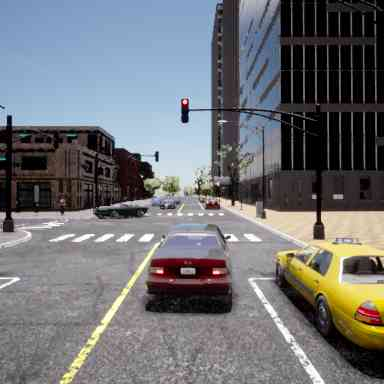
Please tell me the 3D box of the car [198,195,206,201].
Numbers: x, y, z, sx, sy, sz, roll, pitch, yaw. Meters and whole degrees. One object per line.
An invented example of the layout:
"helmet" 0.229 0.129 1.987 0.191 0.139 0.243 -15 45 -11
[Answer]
"car" 2.684 1.573 88.435 1.887 1.381 4.507 1 0 0

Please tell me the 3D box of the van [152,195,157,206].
"van" -5.687 1.358 55.237 1.690 1.788 3.998 1 0 0

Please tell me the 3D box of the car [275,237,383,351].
"car" 2.837 1.527 6.378 1.752 1.417 4.829 1 0 0

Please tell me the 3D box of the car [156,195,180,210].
"car" -3.108 1.504 43.671 2.128 1.511 4.902 0 0 0

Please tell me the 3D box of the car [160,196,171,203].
"car" -5.693 1.588 71.841 1.947 1.339 4.313 1 0 0

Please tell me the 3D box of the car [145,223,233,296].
"car" 0.074 1.550 8.828 2.033 1.411 5.357 0 0 3

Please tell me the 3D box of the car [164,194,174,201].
"car" -5.692 1.341 82.909 2.192 1.841 5.009 1 0 0

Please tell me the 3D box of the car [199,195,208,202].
"car" 2.687 1.550 77.535 1.752 1.417 4.829 1 0 0

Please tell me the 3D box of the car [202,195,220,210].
"car" 2.694 1.453 44.155 1.967 1.590 4.097 1 0 0

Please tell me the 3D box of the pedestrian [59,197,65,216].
"pedestrian" -12.551 1.366 32.147 0.375 1.860 0.375 0 0 1

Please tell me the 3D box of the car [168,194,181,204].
"car" -3.076 1.566 62.159 2.033 1.411 5.357 0 0 0

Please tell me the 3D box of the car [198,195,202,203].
"car" 2.688 1.548 72.000 1.752 1.417 4.829 1 0 0

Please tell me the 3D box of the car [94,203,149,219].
"car" -6.090 1.612 28.970 1.895 1.301 4.718 0 0 38
